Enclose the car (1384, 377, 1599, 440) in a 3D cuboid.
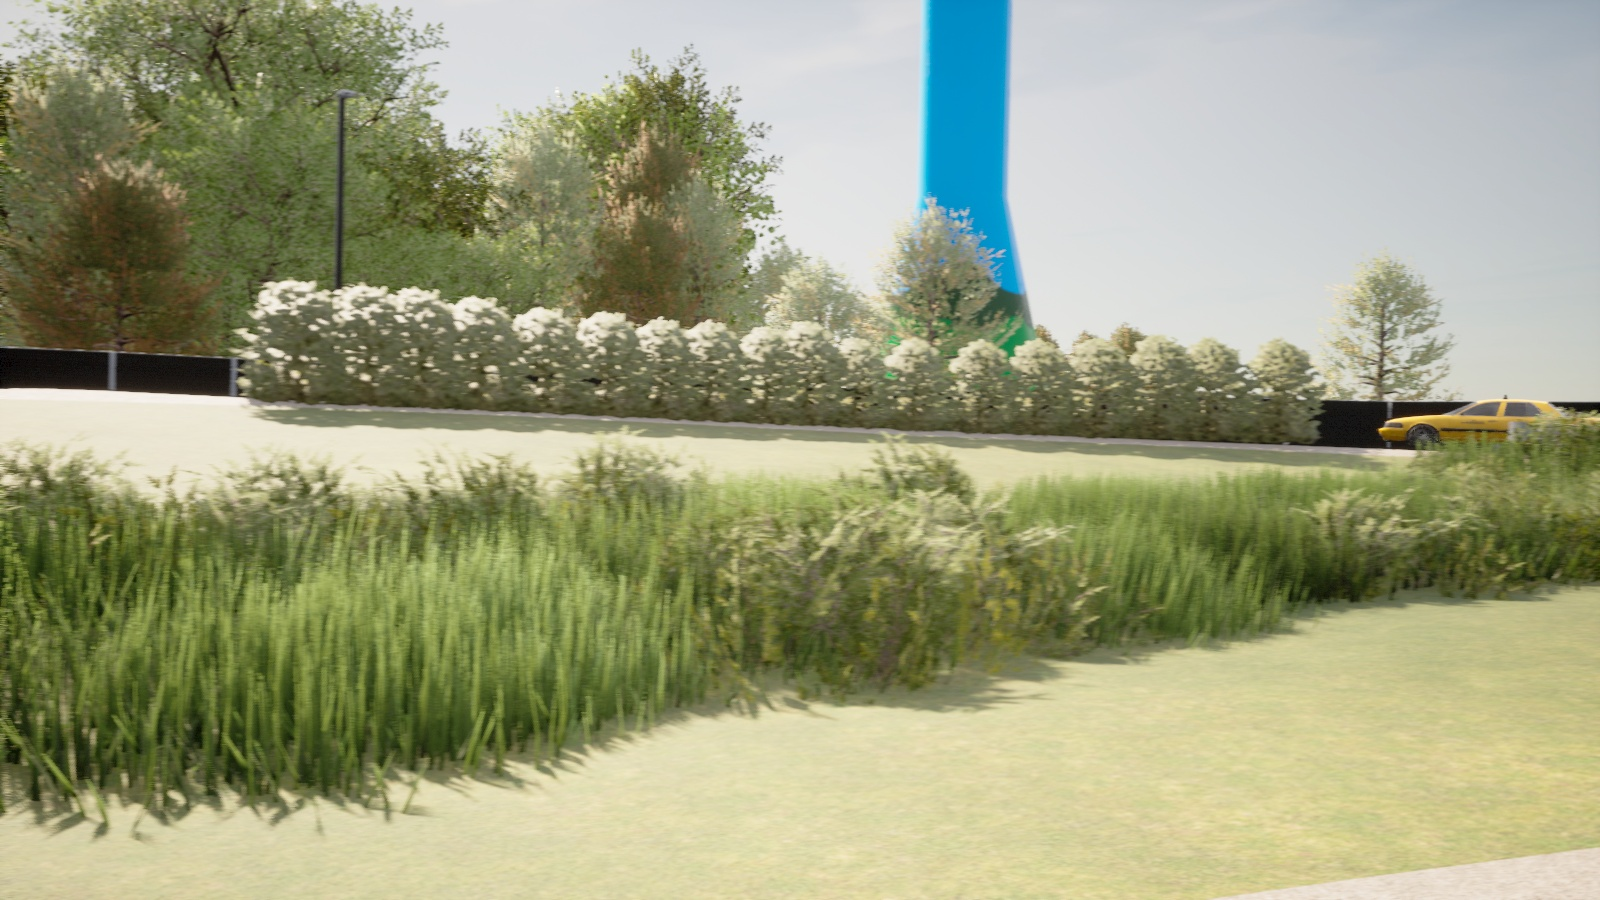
[{"bbox_3d":[18.490,-1.096,33.168,5.366,1.575,1.801,1,1,30],"label":"car"}]
